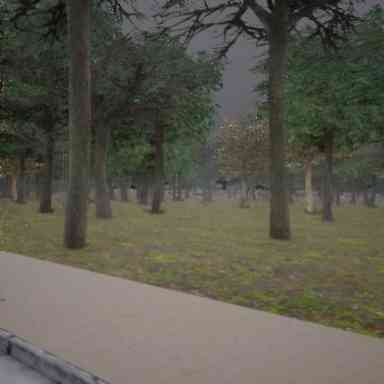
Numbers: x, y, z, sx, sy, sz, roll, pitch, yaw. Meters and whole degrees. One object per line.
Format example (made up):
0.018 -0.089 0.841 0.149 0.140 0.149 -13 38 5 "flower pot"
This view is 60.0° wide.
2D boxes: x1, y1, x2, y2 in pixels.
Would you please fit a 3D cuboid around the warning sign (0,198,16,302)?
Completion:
-4.088 1.051 5.979 1.060 1.860 1.300 0 0 35 "warning sign"
